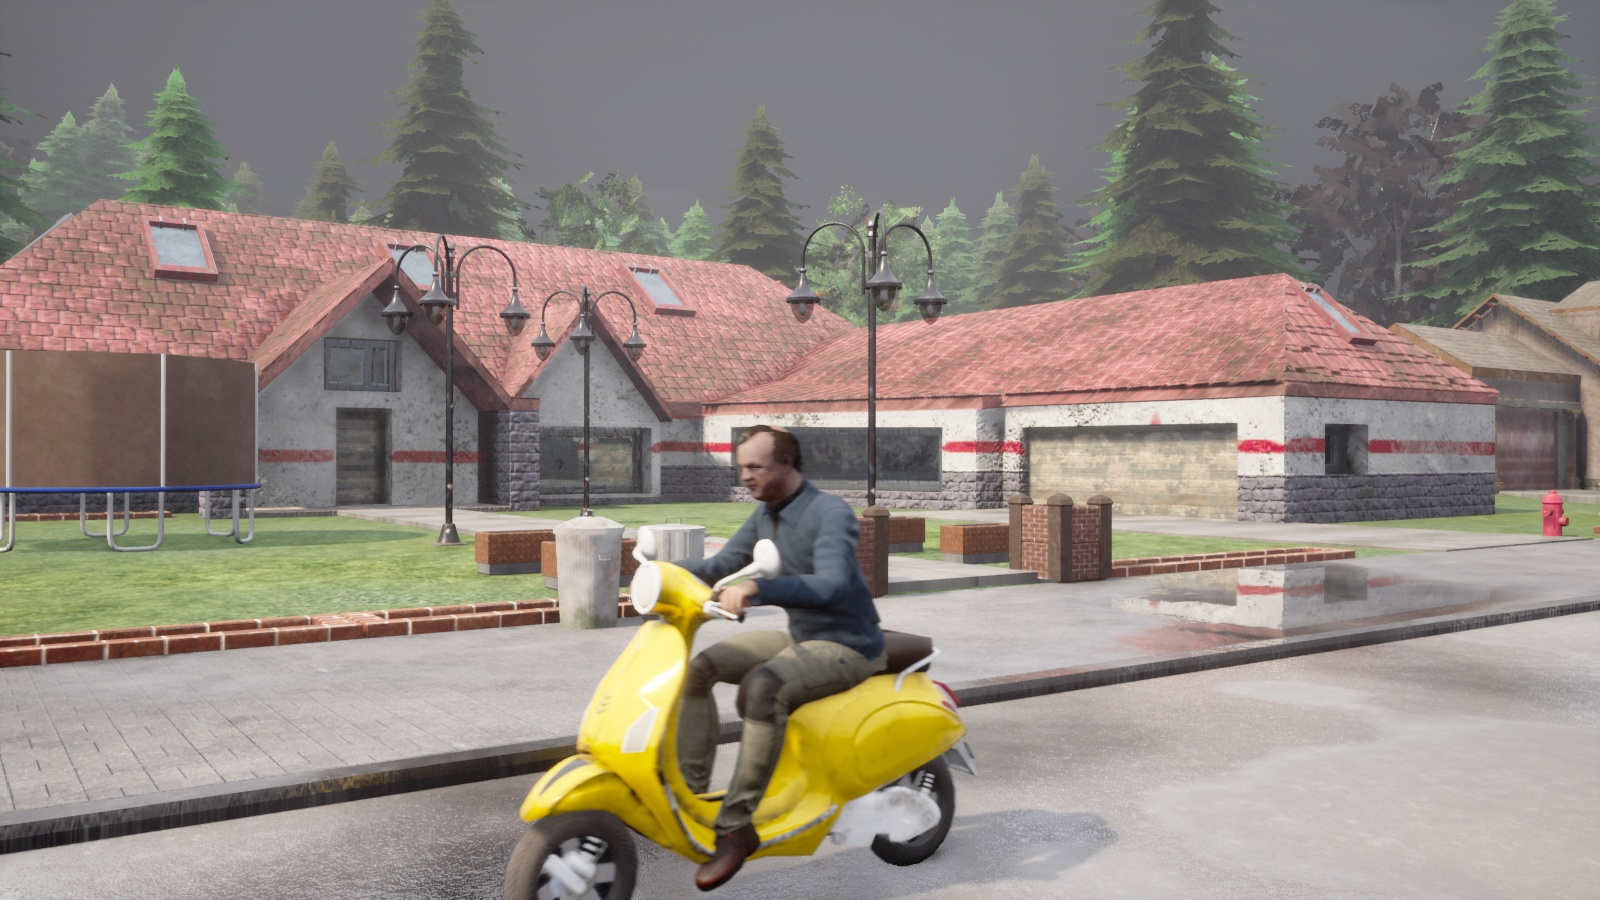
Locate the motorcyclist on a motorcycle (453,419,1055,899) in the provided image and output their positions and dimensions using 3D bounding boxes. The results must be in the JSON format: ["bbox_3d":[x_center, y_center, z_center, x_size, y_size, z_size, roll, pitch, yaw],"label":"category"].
[{"bbox_3d":[-0.114,0.709,4.188,1.817,1.590,0.866,0,0,-35],"label":"motorcyclist on a motorcycle"}]
